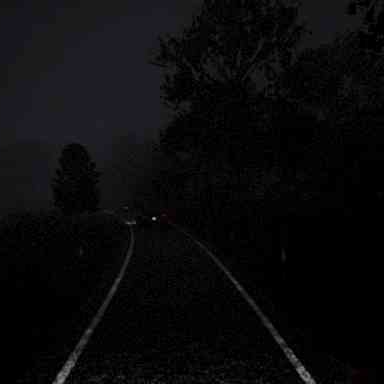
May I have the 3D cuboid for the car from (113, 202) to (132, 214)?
[{"bbox_3d":[-8.420,1.885,40.830,1.994,1.385,4.181,-1,0,-22],"label":"car"}]

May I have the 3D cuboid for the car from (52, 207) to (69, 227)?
[{"bbox_3d":[-11.042,1.974,24.843,2.097,1.535,5.008,0,-1,-9],"label":"car"}]

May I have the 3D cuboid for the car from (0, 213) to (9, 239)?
[{"bbox_3d":[-9.490,1.828,12.910,2.097,1.535,5.008,0,-1,-5],"label":"car"}]

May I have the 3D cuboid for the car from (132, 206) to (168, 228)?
[{"bbox_3d":[-2.915,1.728,23.630,1.994,1.385,4.181,-1,0,-13],"label":"car"}]

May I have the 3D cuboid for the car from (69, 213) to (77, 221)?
[{"bbox_3d":[-12.189,2.076,30.969,2.002,1.452,4.674,0,0,-11],"label":"car"}]

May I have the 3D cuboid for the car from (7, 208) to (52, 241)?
[{"bbox_3d":[-10.171,1.898,19.201,2.231,1.521,4.892,0,-1,-7],"label":"car"}]
